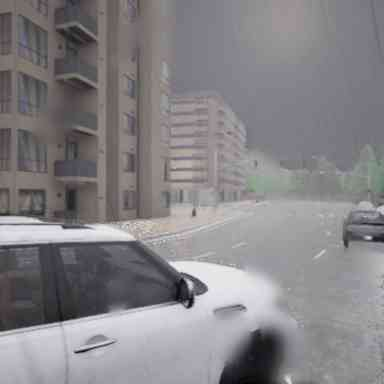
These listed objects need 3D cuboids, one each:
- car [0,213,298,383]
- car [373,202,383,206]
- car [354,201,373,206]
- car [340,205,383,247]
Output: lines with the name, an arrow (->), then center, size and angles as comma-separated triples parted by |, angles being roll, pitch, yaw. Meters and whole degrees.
car -> -1.376, 1.229, 2.967 | 5.566, 2.045, 2.150 | 2, -2, -39
car -> 15.408, 1.414, 24.740 | 2.150, 2.045, 5.566 | 0, 0, 19
car -> 19.862, 1.815, 38.297 | 1.812, 1.442, 4.674 | 0, 0, 18
car -> 7.992, 1.609, 15.339 | 2.128, 1.511, 4.902 | 0, 0, 25
